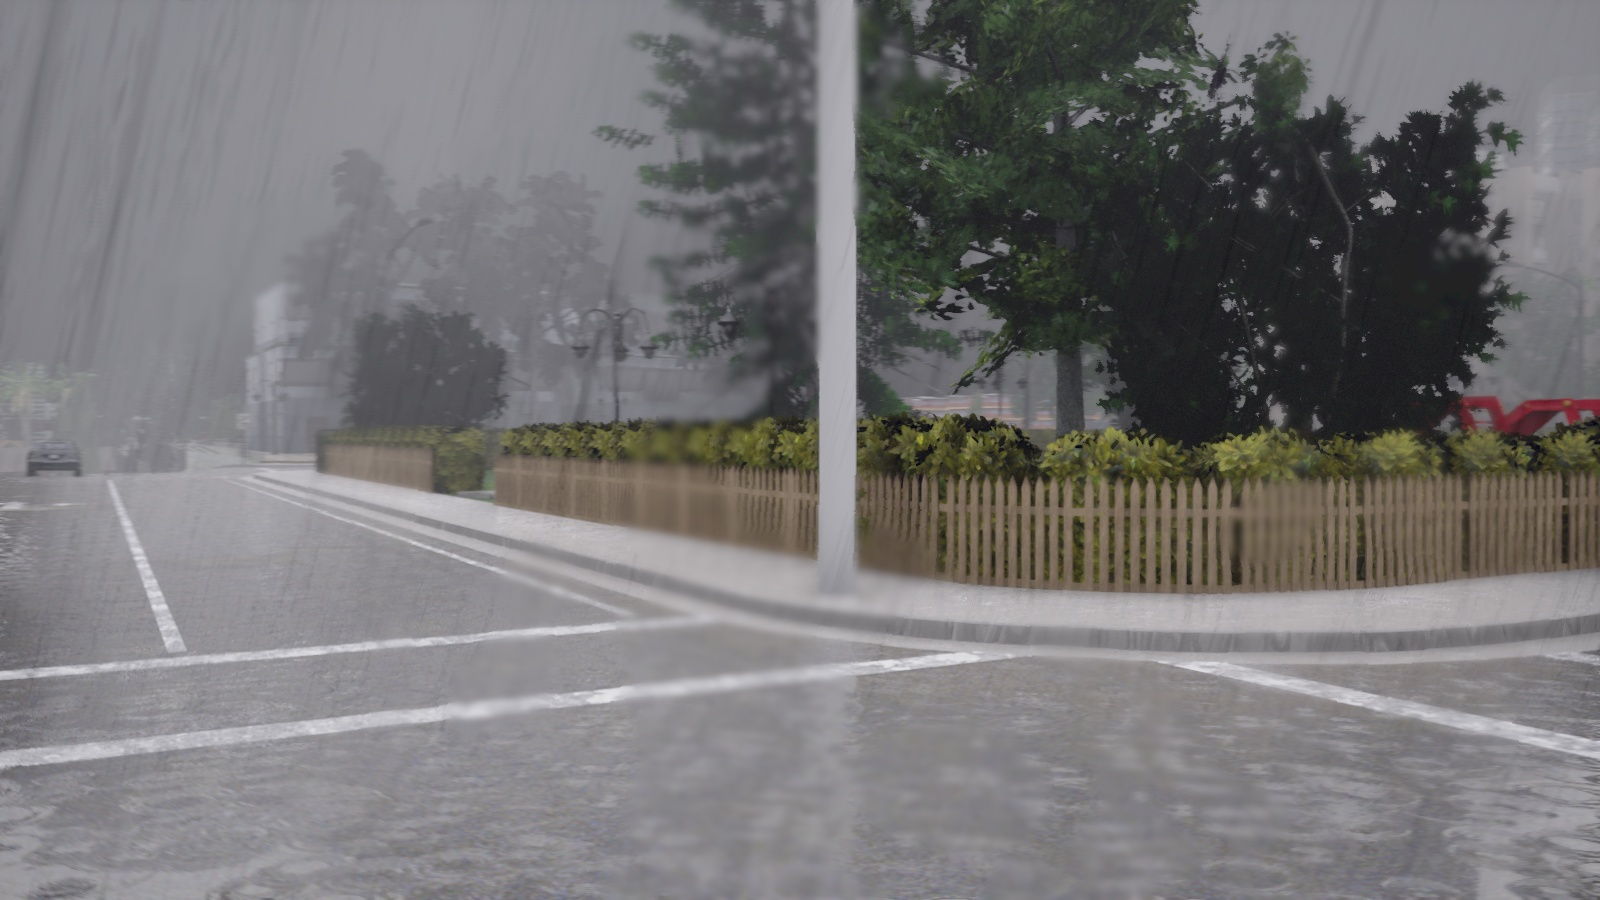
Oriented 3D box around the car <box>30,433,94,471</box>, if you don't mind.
[{"bbox_3d":[-28.786,0.087,49.102,2.033,1.411,5.357,1,-1,-29],"label":"car"}]
